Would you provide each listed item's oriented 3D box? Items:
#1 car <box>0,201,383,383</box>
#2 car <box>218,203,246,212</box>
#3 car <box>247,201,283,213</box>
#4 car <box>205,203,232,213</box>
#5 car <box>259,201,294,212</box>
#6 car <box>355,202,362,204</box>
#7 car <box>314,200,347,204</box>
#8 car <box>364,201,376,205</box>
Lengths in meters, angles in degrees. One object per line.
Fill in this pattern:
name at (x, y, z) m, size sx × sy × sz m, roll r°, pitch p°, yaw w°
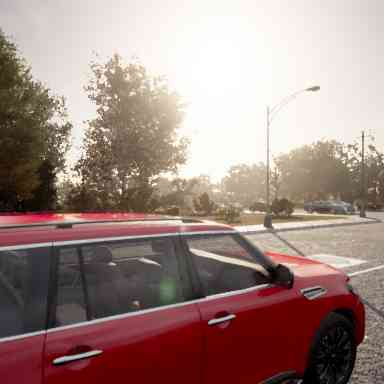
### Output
car at (-0.466, 1.222, 3.424) m, size 5.566 × 2.045 × 2.150 m, roll 0°, pitch 0°, yaw -37°
car at (6.649, 2.600, 55.866) m, size 1.837 × 1.490 × 4.892 m, roll 0°, pitch -3°, yaw -32°
car at (9.663, 2.028, 44.415) m, size 1.837 × 1.490 × 4.892 m, roll 0°, pitch -3°, yaw -32°
car at (4.161, 2.542, 53.240) m, size 1.837 × 1.490 × 4.892 m, roll 0°, pitch -3°, yaw -32°
car at (11.968, 2.093, 47.337) m, size 1.837 × 1.490 × 4.892 m, roll 0°, pitch -3°, yaw -32°
car at (17.006, 1.745, 39.246) m, size 2.128 × 1.511 × 4.902 m, roll 0°, pitch -2°, yaw -33°
car at (14.624, 1.708, 36.479) m, size 2.128 × 1.511 × 4.902 m, roll 0°, pitch -1°, yaw -32°
car at (22.384, 1.906, 43.967) m, size 1.895 × 1.301 × 4.718 m, roll 0°, pitch -2°, yaw -30°
